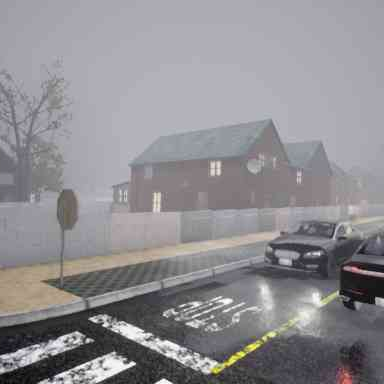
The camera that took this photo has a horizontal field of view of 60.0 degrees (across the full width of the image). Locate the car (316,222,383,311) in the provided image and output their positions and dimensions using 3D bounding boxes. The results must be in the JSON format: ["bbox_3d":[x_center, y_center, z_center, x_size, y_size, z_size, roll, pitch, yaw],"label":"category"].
[{"bbox_3d":[4.738,1.626,7.190,2.128,1.511,4.902,0,-1,42],"label":"car"}]

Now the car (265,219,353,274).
[{"bbox_3d":[4.153,1.669,10.824,2.128,1.511,4.902,0,-1,42],"label":"car"}]
